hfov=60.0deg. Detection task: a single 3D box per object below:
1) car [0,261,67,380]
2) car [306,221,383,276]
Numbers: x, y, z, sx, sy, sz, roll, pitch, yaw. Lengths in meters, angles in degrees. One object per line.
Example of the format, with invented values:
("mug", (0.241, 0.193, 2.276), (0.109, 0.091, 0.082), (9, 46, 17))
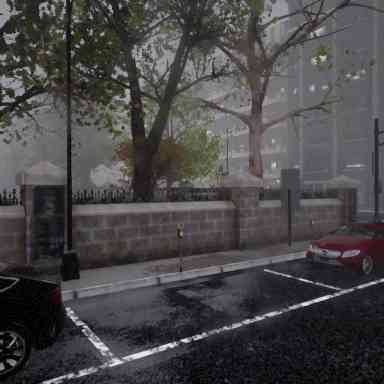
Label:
("car", (-3.757, 1.566, 3.912), (4.313, 1.339, 1.947), (0, 0, -35))
("car", (5.319, 1.581, 10.251), (4.206, 1.307, 1.802), (0, 0, -35))
